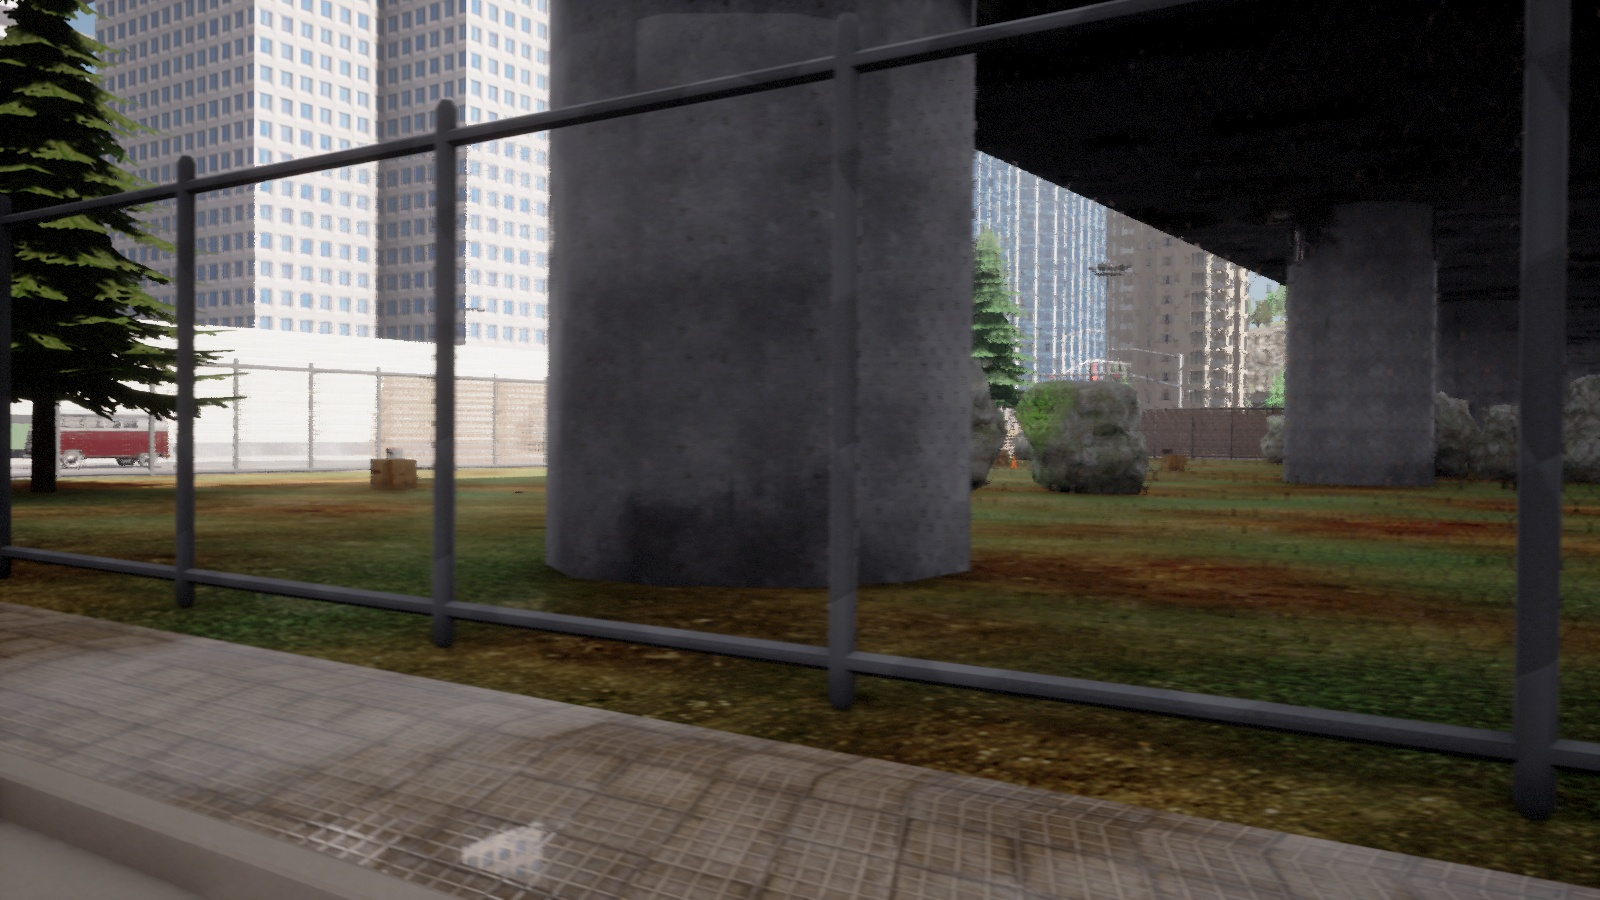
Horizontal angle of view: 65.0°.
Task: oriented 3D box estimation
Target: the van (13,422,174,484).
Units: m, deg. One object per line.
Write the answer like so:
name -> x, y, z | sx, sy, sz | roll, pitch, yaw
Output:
van -> -24.075, 0.065, 42.936 | 1.775, 1.987, 4.442 | 0, 1, 34
